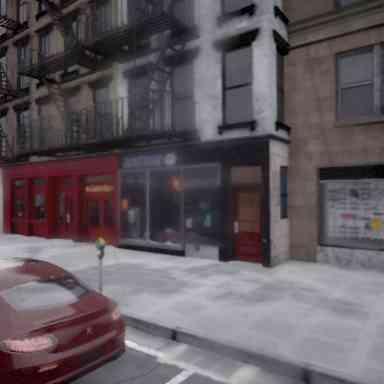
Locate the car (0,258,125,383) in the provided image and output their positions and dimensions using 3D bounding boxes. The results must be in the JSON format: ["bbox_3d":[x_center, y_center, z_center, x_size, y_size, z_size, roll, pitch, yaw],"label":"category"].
[{"bbox_3d":[-2.767,1.633,4.781,4.206,1.307,1.802,-1,0,35],"label":"car"}]
